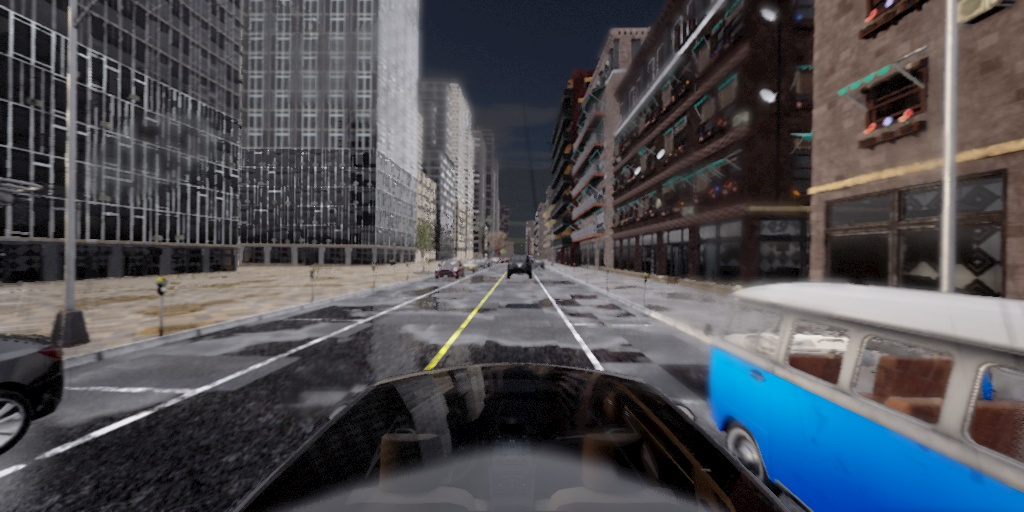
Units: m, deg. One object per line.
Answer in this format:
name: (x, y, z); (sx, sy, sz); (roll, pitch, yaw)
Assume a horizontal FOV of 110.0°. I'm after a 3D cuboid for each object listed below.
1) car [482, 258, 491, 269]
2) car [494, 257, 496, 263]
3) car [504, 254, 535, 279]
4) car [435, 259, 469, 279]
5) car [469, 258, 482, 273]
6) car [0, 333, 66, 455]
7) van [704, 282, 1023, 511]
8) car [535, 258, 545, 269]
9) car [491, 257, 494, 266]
car: (-4.580, 1.083, 51.861); (2.007, 1.370, 4.403); (0, 0, 1)
car: (-4.323, 1.057, 62.922); (2.007, 1.370, 4.403); (0, 0, 1)
car: (0.715, 0.880, 32.077); (2.150, 2.045, 5.566); (1, 0, 2)
car: (-5.095, 1.029, 29.736); (1.967, 1.591, 4.097); (0, 0, 1)
car: (-4.841, 1.085, 40.628); (1.751, 1.417, 4.829); (0, 0, 1)
car: (-5.737, 1.238, 2.081); (1.948, 1.339, 4.313); (0, 0, 1)
van: (2.641, 1.126, 1.886); (1.690, 1.789, 3.998); (0, 0, 1)
car: (3.798, 1.196, 51.666); (2.007, 1.370, 4.403); (0, 0, 1)
car: (-4.452, 0.959, 57.392); (1.967, 1.591, 4.097); (0, 0, 1)
